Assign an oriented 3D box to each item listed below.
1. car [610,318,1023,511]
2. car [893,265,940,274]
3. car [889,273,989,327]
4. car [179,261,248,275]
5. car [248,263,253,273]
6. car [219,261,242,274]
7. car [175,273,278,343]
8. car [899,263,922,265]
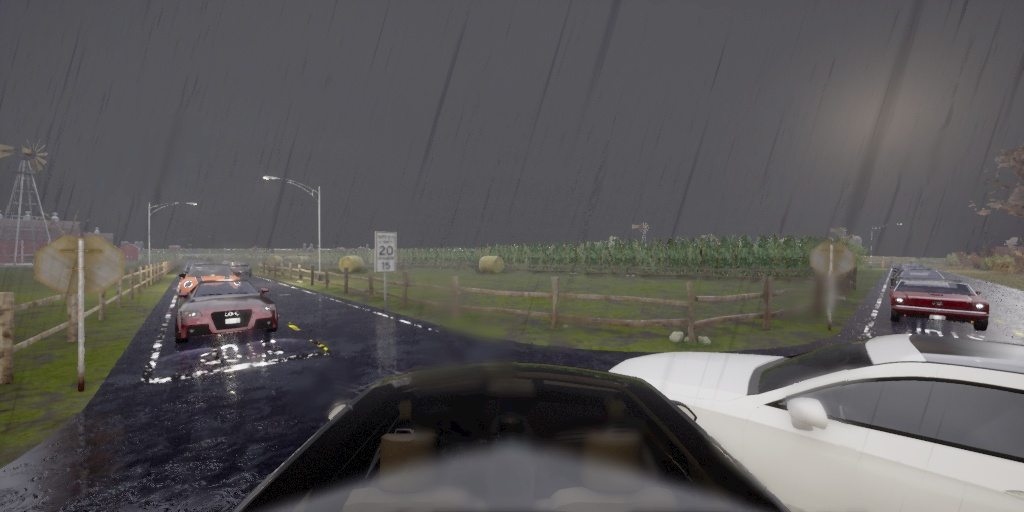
[{"bbox_3d":[2.832,1.294,2.416,1.812,1.442,4.674,0,1,-44],"label":"car"},{"bbox_3d":[20.539,1.366,18.097,5.357,1.411,2.033,0,1,-43],"label":"car"},{"bbox_3d":[13.482,1.400,11.511,4.718,1.301,1.895,0,1,-43],"label":"car"},{"bbox_3d":[-13.768,1.144,16.434,2.097,1.767,4.553,0,0,-42],"label":"car"},{"bbox_3d":[-27.094,1.291,35.621,2.128,1.511,4.902,0,0,-42],"label":"car"},{"bbox_3d":[-33.838,1.315,43.058,1.837,1.490,4.892,0,0,-42],"label":"car"},{"bbox_3d":[-7.972,1.357,9.969,1.994,1.385,4.181,0,0,-43],"label":"car"},{"bbox_3d":[27.274,1.405,24.373,4.181,1.385,1.994,0,1,-43],"label":"car"}]
